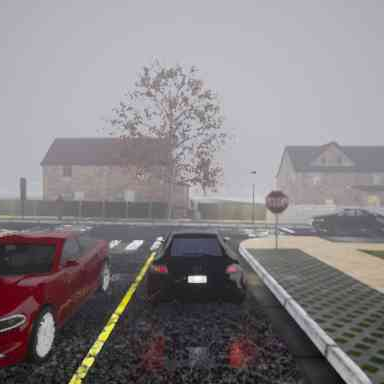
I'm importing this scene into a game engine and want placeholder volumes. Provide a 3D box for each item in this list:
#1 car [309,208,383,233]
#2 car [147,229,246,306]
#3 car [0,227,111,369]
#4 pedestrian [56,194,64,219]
[{"bbox_3d":[10.223,1.835,21.803,4.902,1.511,2.128,1,-1,-1],"label":"car"},{"bbox_3d":[0.046,1.587,8.145,1.994,1.385,4.181,0,0,-2],"label":"car"},{"bbox_3d":[-2.886,1.495,6.082,1.882,1.535,5.008,0,0,0],"label":"car"},{"bbox_3d":[-9.754,1.086,24.551,0.375,1.860,0.375,0,-2,0],"label":"pedestrian"}]
